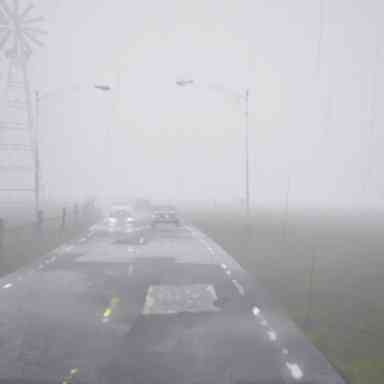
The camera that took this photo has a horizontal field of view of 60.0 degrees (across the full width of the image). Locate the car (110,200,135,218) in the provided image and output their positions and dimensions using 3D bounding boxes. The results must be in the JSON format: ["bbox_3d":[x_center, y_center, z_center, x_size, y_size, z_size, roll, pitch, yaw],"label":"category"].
[{"bbox_3d":[-6.465,1.470,30.243,1.812,1.442,4.674,0,0,-13],"label":"car"}]

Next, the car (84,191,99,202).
[{"bbox_3d":[-20.669,0.902,68.037,2.150,2.045,5.566,0,0,-28],"label":"car"}]

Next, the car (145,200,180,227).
[{"bbox_3d":[-1.932,1.517,22.537,2.033,1.411,5.357,0,0,-9],"label":"car"}]

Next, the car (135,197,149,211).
[{"bbox_3d":[-6.050,1.408,40.260,1.837,1.490,4.892,0,0,-16],"label":"car"}]
